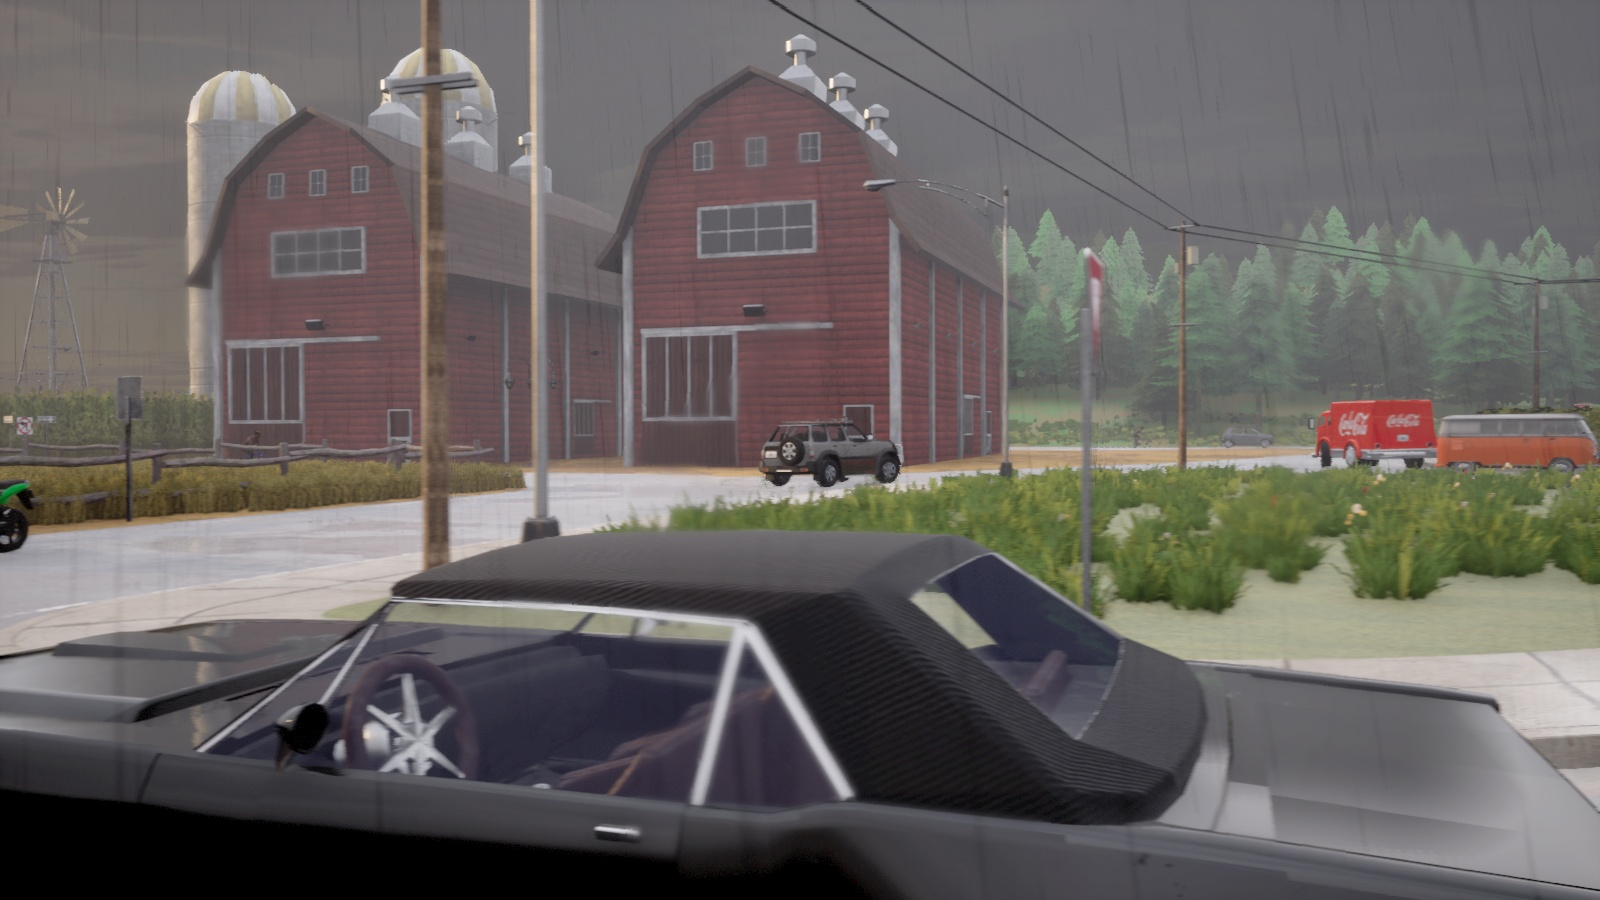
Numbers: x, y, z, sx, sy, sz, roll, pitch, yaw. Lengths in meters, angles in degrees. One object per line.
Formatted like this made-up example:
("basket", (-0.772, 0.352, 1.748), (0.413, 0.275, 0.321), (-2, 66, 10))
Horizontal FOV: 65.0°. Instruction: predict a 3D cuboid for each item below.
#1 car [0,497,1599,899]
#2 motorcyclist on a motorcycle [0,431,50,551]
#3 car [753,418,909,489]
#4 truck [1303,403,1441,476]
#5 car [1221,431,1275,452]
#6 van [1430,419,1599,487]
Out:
("car", (-0.586, 0.871, 3.387), (4.718, 1.301, 1.895), (1, 1, 18))
("motorcyclist on a motorcycle", (-10.688, 0.518, 15.845), (0.797, 1.523, 2.044), (1, 0, 19))
("car", (0.937, 0.068, 34.988), (1.932, 1.855, 4.605), (0, 1, 38))
("truck", (20.857, -0.414, 46.111), (2.627, 2.467, 5.204), (-1, 1, -1))
("car", (32.265, -0.624, 90.487), (3.633, 1.501, 1.845), (1, 1, 19))
("van", (21.830, 0.046, 38.477), (4.442, 1.987, 1.775), (1, 1, 29))
